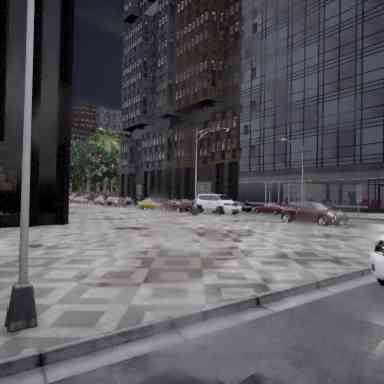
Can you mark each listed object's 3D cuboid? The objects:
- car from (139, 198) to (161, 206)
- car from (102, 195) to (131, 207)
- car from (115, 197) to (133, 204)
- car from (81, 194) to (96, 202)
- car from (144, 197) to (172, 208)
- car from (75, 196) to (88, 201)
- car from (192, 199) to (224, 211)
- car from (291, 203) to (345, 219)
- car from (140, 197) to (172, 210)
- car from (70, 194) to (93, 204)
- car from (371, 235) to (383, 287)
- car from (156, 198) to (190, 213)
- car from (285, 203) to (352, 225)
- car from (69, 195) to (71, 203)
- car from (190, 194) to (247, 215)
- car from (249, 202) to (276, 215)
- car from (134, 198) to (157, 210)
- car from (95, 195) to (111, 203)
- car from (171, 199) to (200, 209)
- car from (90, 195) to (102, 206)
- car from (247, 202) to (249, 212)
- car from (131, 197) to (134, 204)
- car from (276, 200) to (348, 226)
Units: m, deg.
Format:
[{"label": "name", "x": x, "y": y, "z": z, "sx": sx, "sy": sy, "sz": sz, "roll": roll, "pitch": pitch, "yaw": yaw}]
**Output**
[{"label": "car", "x": -7.377, "y": 1.722, "z": 58.040, "sx": 2.008, "sy": 1.369, "sz": 4.403, "roll": 2, "pitch": -1, "yaw": -35}, {"label": "car", "x": -11.134, "y": 1.386, "z": 48.632, "sx": 1.967, "sy": 1.590, "sz": 4.097, "roll": 2, "pitch": -1, "yaw": -35}, {"label": "car", "x": -13.747, "y": 1.736, "z": 66.975, "sx": 1.947, "sy": 1.339, "sz": 4.313, "roll": 2, "pitch": -1, "yaw": -35}, {"label": "car", "x": -26.482, "y": 1.484, "z": 84.849, "sx": 2.192, "sy": 1.841, "sz": 5.009, "roll": 2, "pitch": -1, "yaw": -35}, {"label": "car", "x": -5.172, "y": 1.589, "z": 50.263, "sx": 2.128, "sy": 1.511, "sz": 4.902, "roll": 2, "pitch": -1, "yaw": -35}, {"label": "car", "x": -29.770, "y": 1.694, "z": 89.452, "sx": 1.752, "sy": 1.417, "sz": 4.829, "roll": 2, "pitch": -1, "yaw": -35}, {"label": "car", "x": 2.080, "y": 1.690, "z": 44.774, "sx": 1.752, "sy": 1.417, "sz": 4.829, "roll": 2, "pitch": -1, "yaw": -35}, {"label": "car", "x": 11.732, "y": 1.720, "z": 31.232, "sx": 1.947, "sy": 1.339, "sz": 4.313, "roll": 2, "pitch": -1, "yaw": -35}, {"label": "car", "x": -4.864, "y": 1.505, "z": 44.463, "sx": 2.128, "sy": 1.511, "sz": 4.902, "roll": 2, "pitch": -1, "yaw": -35}, {"label": "car", "x": -20.593, "y": 1.472, "z": 61.898, "sx": 1.752, "sy": 1.417, "sz": 4.829, "roll": 2, "pitch": -1, "yaw": -35}, {"label": "car", "x": 6.628, "y": 1.230, "z": 8.083, "sx": 5.566, "sy": 2.045, "sz": 2.150, "roll": 0, "pitch": 0, "yaw": -35}, {"label": "car", "x": -1.579, "y": 1.482, "z": 35.225, "sx": 1.887, "sy": 1.381, "sz": 4.507, "roll": 2, "pitch": -1, "yaw": -35}, {"label": "car", "x": 9.259, "y": 1.562, "z": 24.604, "sx": 1.994, "sy": 1.385, "sz": 4.181, "roll": 2, "pitch": -1, "yaw": -36}, {"label": "car", "x": -23.876, "y": 1.386, "z": 66.507, "sx": 1.967, "sy": 1.590, "sz": 4.097, "roll": 2, "pitch": -1, "yaw": -35}, {"label": "car", "x": 2.587, "y": 1.228, "z": 33.983, "sx": 2.150, "sy": 2.045, "sz": 5.566, "roll": 2, "pitch": -1, "yaw": -35}, {"label": "car", "x": 8.547, "y": 1.740, "z": 35.700, "sx": 1.802, "sy": 1.307, "sz": 4.206, "roll": 2, "pitch": -1, "yaw": -35}, {"label": "car", "x": -4.666, "y": 1.466, "z": 39.555, "sx": 1.752, "sy": 1.417, "sz": 4.829, "roll": 2, "pitch": -1, "yaw": -35}, {"label": "car", "x": -20.290, "y": 1.513, "z": 75.515, "sx": 2.097, "sy": 1.767, "sz": 4.553, "roll": 2, "pitch": -1, "yaw": -35}, {"label": "car", "x": -1.007, "y": 1.718, "z": 49.103, "sx": 2.008, "sy": 1.369, "sz": 4.403, "roll": 2, "pitch": -1, "yaw": -35}, {"label": "car", "x": -14.322, "y": 1.529, "z": 53.098, "sx": 1.802, "sy": 1.307, "sz": 4.206, "roll": 2, "pitch": -1, "yaw": -35}, {"label": "car", "x": 5.363, "y": 1.727, "z": 40.167, "sx": 1.947, "sy": 1.339, "sz": 4.313, "roll": 2, "pitch": -1, "yaw": -35}, {"label": "car", "x": -11.245, "y": 1.624, "z": 58.709, "sx": 1.812, "sy": 1.442, "sz": 4.674, "roll": 2, "pitch": -1, "yaw": -35}, {"label": "car", "x": 7.961, "y": 1.367, "z": 21.847, "sx": 1.967, "sy": 1.590, "sz": 4.097, "roll": 2, "pitch": -1, "yaw": -37}]
